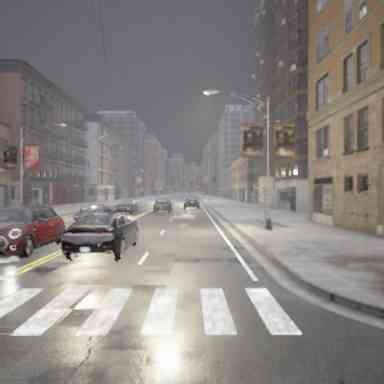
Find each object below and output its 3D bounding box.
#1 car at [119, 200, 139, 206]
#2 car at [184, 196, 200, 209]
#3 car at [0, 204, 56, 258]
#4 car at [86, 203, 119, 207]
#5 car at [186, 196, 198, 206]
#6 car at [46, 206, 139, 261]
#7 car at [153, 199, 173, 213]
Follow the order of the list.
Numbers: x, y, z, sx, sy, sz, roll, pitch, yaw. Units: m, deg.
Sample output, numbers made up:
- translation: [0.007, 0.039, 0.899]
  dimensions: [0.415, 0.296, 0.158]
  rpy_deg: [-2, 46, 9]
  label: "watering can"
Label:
- translation: [-6.596, 1.535, 33.806]
  dimensions: [2.033, 1.411, 5.357]
  rpy_deg: [0, 0, 0]
  label: "car"
- translation: [-0.023, 1.338, 44.440]
  dimensions: [2.097, 1.767, 4.553]
  rpy_deg: [0, 0, 0]
  label: "car"
- translation: [-6.577, 1.345, 12.705]
  dimensions: [2.097, 1.767, 4.553]
  rpy_deg: [0, 0, -1]
  label: "car"
- translation: [-6.604, 1.554, 22.687]
  dimensions: [1.994, 1.385, 4.181]
  rpy_deg: [0, 0, 0]
  label: "car"
- translation: [-0.028, 1.462, 54.474]
  dimensions: [1.882, 1.535, 5.008]
  rpy_deg: [0, 0, 0]
  label: "car"
- translation: [-3.155, 1.485, 12.238]
  dimensions: [2.128, 1.511, 4.902]
  rpy_deg: [0, 0, 0]
  label: "car"
- translation: [-3.167, 1.479, 36.826]
  dimensions: [2.128, 1.511, 4.902]
  rpy_deg: [0, 0, 0]
  label: "car"
